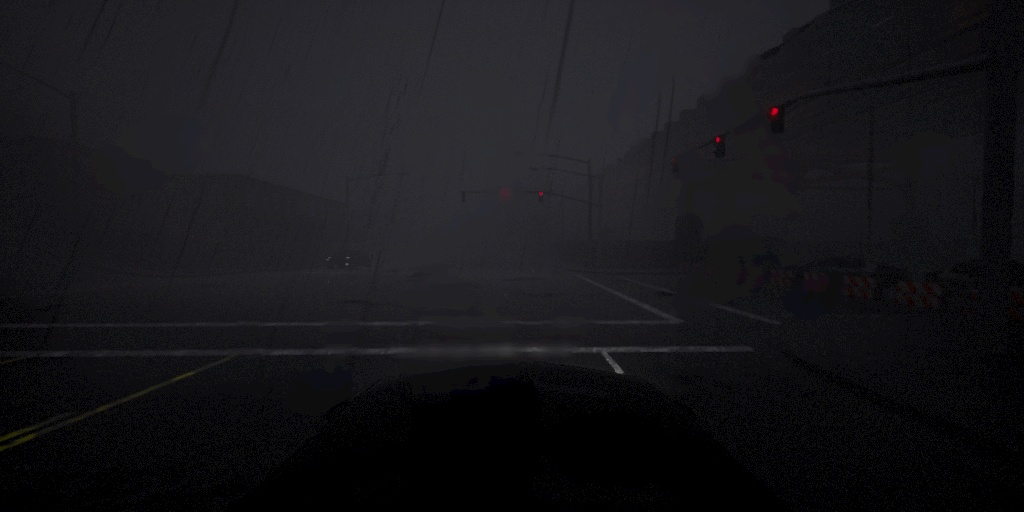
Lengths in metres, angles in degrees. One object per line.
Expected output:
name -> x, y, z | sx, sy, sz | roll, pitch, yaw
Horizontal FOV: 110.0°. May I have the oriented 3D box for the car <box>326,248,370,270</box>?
car -> -14.258, 0.220, 31.360 | 2.097, 1.767, 4.553 | 0, 1, 2
